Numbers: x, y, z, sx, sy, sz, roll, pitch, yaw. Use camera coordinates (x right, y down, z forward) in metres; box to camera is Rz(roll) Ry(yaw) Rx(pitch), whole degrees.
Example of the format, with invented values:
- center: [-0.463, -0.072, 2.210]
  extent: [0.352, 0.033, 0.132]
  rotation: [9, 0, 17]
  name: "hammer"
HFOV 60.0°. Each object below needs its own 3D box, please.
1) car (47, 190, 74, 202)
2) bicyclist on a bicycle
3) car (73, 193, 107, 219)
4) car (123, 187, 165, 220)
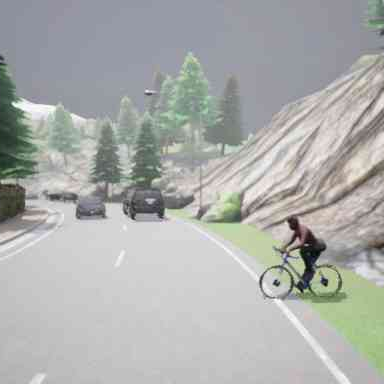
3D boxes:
- center: [-16.806, 0.519, 42.900]
  extent: [4.902, 1.511, 2.128]
  rotation: [1, 2, 36]
  name: "car"
- center: [2.128, 1.299, 6.488]
  extent: [1.656, 1.620, 0.582]
  rotation: [0, 1, -3]
  name: "bicyclist on a bicycle"
- center: [-7.113, 1.005, 23.204]
  extent: [1.837, 1.490, 4.892]
  rotation: [0, 1, -20]
  name: "car"
- center: [-3.434, 0.694, 22.995]
  extent: [2.150, 2.045, 5.566]
  rotation: [0, 1, -19]
  name: "car"
